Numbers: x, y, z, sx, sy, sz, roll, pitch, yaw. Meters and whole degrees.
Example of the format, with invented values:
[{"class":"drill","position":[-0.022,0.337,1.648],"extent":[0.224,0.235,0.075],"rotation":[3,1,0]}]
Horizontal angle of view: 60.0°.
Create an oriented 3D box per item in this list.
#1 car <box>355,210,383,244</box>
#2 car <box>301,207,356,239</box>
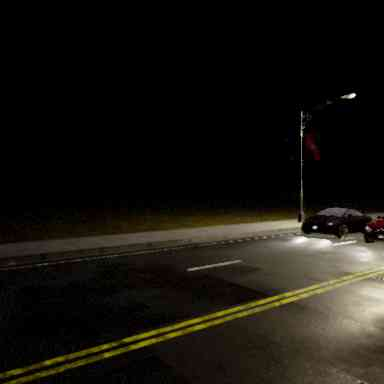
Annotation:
[{"class":"car","position":[9.263,1.453,14.312],"extent":[4.674,1.442,1.812],"rotation":[0,0,-36]},{"class":"car","position":[7.489,1.491,17.038],"extent":[4.181,1.385,1.994],"rotation":[0,0,-36]}]
